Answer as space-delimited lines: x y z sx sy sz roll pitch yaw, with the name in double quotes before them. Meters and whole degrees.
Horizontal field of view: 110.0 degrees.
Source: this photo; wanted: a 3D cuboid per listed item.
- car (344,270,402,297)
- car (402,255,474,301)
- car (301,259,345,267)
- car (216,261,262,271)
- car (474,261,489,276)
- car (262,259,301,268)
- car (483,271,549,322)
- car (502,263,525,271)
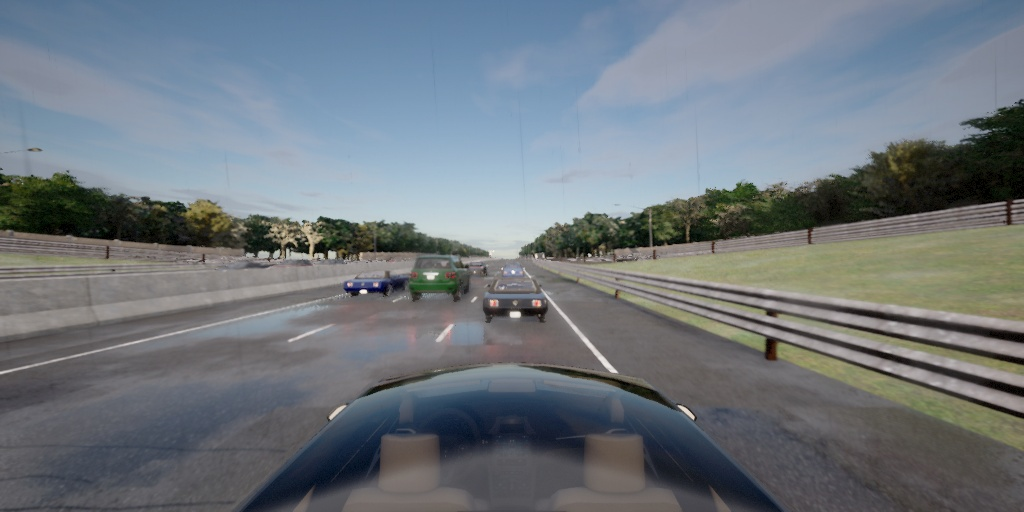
"car" -6.899 1.373 18.899 1.895 1.301 4.718 0 0 0
"car" -3.399 0.992 17.683 2.150 2.045 5.566 0 0 0
"car" -17.594 1.135 34.381 2.097 1.767 4.553 0 0 0
"car" -24.595 1.260 32.885 1.882 1.535 5.008 0 0 0
"car" -3.400 1.277 35.477 2.128 1.511 4.902 0 0 0
"car" -21.093 1.135 34.371 2.097 1.767 4.553 0 0 0
"car" 0.100 1.366 12.300 1.895 1.301 4.718 0 0 0
"car" 0.100 1.330 30.040 2.033 1.411 5.357 0 0 0
